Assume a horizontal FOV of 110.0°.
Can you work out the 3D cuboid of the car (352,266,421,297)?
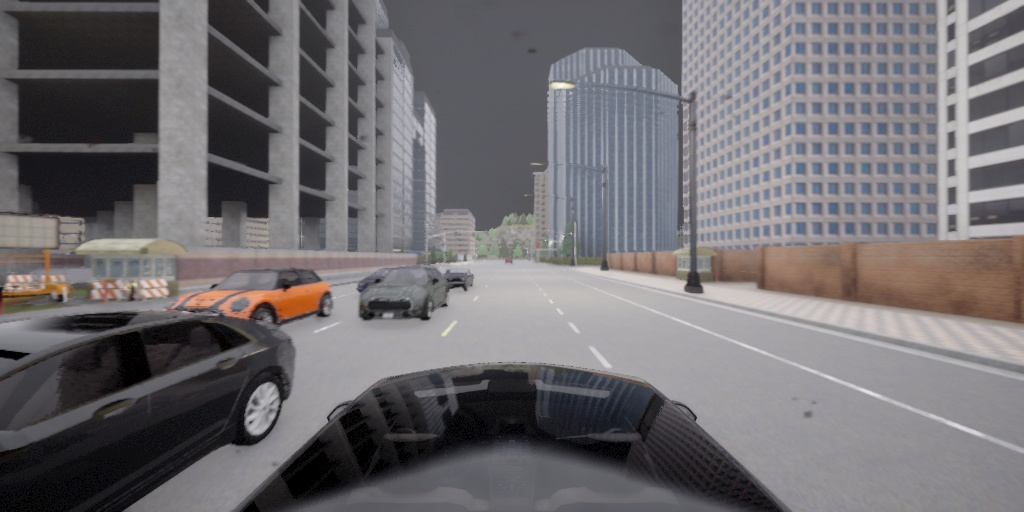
[{"bbox_3d":[-7.012,1.364,20.778,2.033,1.411,5.357,0,0,1],"label":"car"}]

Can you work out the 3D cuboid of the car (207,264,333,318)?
[{"bbox_3d":[-7.082,1.132,10.181,2.097,1.767,4.553,0,0,0],"label":"car"}]

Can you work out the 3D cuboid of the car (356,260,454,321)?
[{"bbox_3d":[-3.575,1.140,12.645,2.097,1.767,4.553,0,0,0],"label":"car"}]

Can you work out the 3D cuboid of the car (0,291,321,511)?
[{"bbox_3d":[-3.597,1.258,2.510,1.837,1.490,4.892,0,0,0],"label":"car"}]

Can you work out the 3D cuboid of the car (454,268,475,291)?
[{"bbox_3d":[-3.497,1.424,22.682,1.895,1.301,4.718,0,0,0],"label":"car"}]
